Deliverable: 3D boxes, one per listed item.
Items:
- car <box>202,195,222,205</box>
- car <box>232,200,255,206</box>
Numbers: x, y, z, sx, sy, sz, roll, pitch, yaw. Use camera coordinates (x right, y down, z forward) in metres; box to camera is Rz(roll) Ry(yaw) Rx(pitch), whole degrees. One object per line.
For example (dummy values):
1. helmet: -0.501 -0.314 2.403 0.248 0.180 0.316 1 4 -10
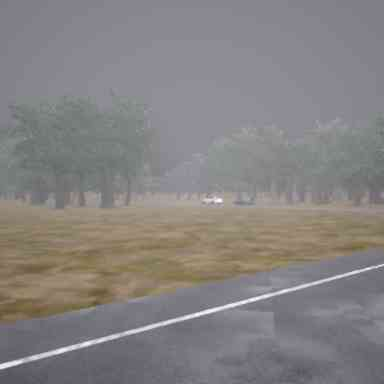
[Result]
1. car: 4.482 1.825 74.716 2.150 2.045 5.566 2 -2 -34
2. car: 10.214 2.162 66.403 1.895 1.301 4.718 2 -2 -34
